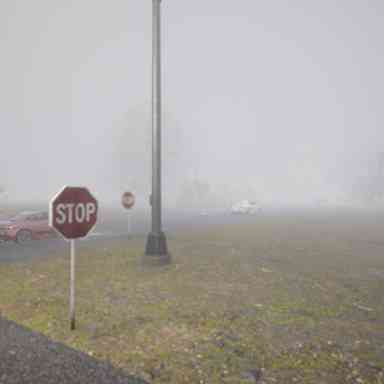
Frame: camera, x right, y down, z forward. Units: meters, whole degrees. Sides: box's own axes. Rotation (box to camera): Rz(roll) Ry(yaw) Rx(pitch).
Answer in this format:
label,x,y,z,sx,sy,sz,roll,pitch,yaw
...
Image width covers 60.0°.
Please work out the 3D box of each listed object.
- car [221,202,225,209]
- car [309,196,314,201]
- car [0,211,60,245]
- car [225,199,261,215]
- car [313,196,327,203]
label,x,y,z,sx,sy,sz,roll,pitch,yaw
car,6.015,1.732,48.266,1.895,1.301,4.718,0,0,34
car,32.164,1.759,87.216,2.033,1.411,5.357,0,0,34
car,-7.219,1.601,15.980,1.994,1.385,4.181,0,0,34
car,5.712,1.640,35.237,1.812,1.442,4.674,0,0,34
car,28.681,1.736,73.673,1.812,1.442,4.674,0,0,27
